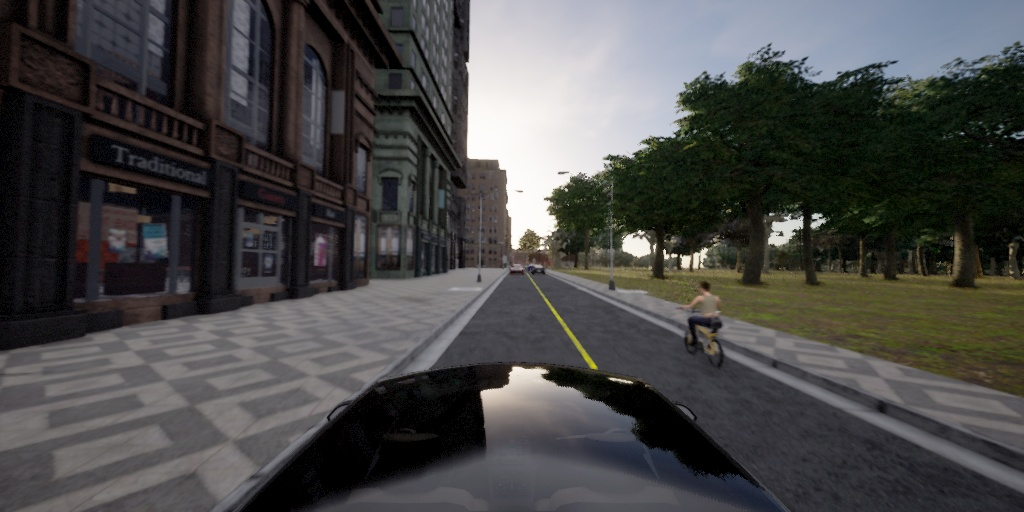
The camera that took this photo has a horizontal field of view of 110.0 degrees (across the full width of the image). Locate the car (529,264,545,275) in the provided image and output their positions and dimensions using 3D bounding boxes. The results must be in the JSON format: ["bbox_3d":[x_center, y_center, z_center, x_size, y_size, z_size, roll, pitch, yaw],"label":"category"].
[{"bbox_3d":[3.926,2.029,53.907,1.812,1.442,4.674,1,-1,1],"label":"car"}]

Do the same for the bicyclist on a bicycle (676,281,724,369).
[{"bbox_3d":[3.831,1.307,7.223,0.866,1.612,1.509,1,-1,1],"label":"bicyclist on a bicycle"}]

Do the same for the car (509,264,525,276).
[{"bbox_3d":[0.644,1.850,48.233,1.882,1.535,5.008,1,-1,1],"label":"car"}]
